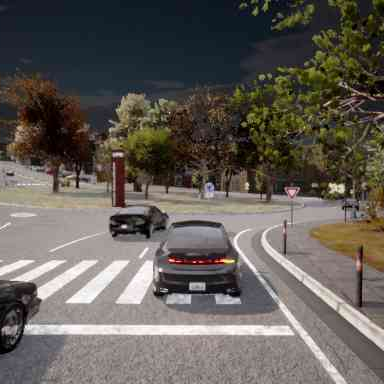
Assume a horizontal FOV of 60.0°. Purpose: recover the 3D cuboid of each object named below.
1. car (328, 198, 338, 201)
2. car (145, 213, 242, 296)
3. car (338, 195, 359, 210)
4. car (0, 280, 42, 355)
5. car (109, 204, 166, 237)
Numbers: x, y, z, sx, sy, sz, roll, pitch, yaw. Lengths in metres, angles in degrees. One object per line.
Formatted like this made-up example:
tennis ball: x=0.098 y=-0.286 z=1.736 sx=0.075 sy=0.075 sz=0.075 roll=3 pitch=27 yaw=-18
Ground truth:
car: x=24.758 y=0.762 z=56.507 sx=4.892 sy=1.490 sz=1.837 roll=0 pitch=0 yaw=-42
car: x=0.117 y=1.475 z=8.528 sx=1.837 sy=1.490 sz=4.892 roll=0 pitch=0 yaw=0
car: x=18.606 y=1.286 z=39.214 sx=2.033 sy=1.411 sz=5.357 roll=1 pitch=2 yaw=23
car: x=-3.395 y=1.543 z=3.003 sx=2.033 sy=1.411 sz=5.357 roll=0 pitch=0 yaw=0
car: x=-2.562 y=1.372 z=17.183 sx=1.882 sy=1.535 sz=5.008 roll=0 pitch=1 yaw=10
